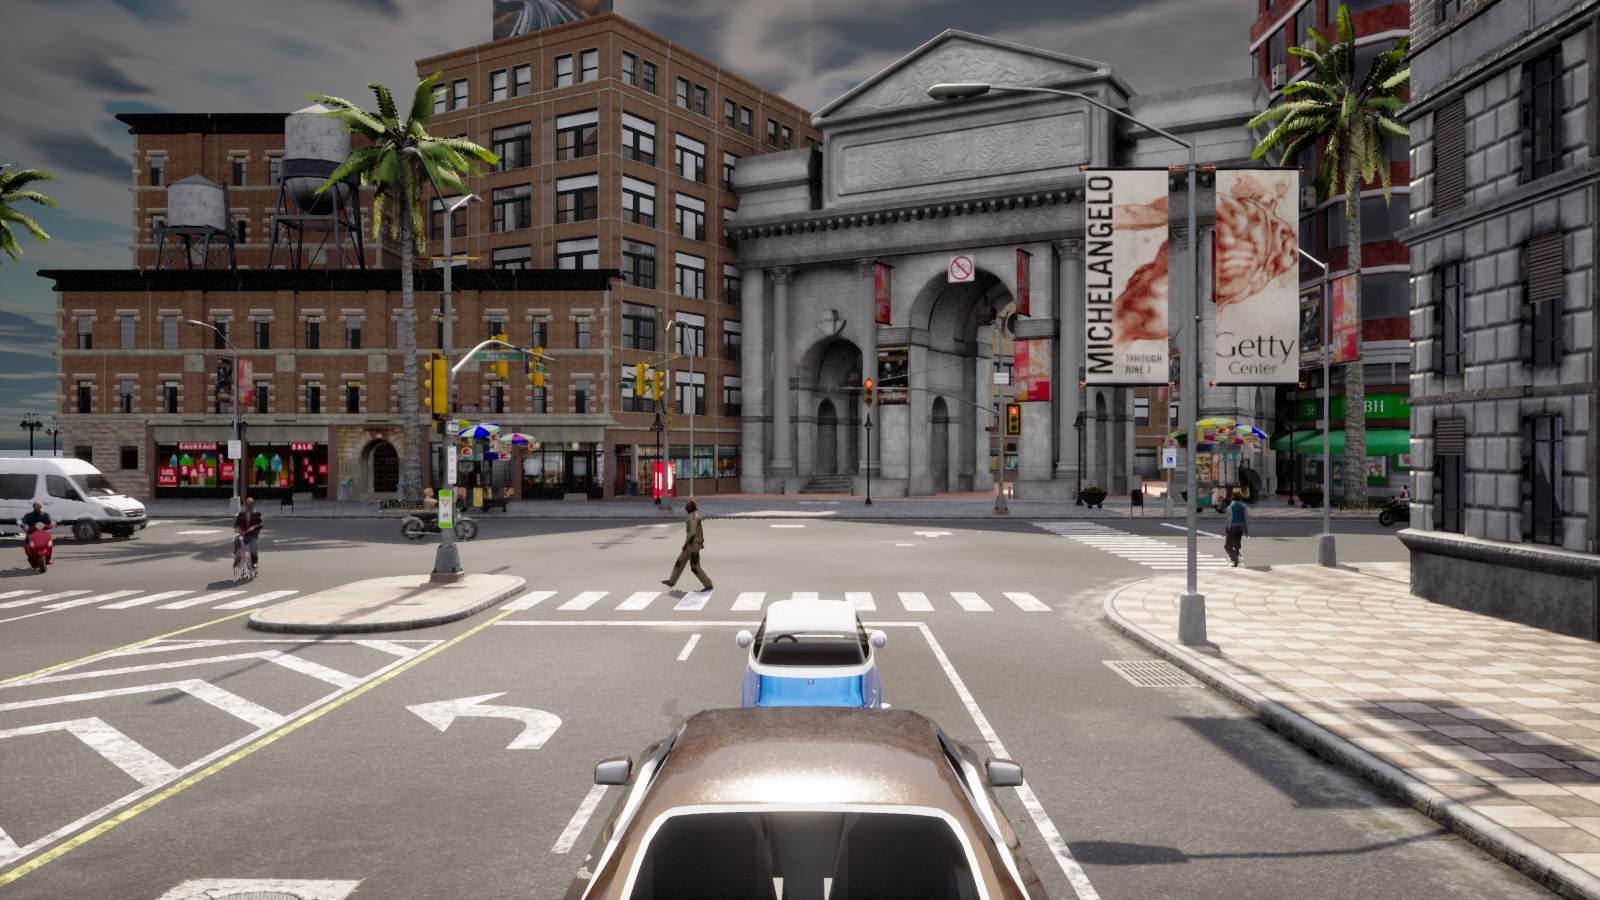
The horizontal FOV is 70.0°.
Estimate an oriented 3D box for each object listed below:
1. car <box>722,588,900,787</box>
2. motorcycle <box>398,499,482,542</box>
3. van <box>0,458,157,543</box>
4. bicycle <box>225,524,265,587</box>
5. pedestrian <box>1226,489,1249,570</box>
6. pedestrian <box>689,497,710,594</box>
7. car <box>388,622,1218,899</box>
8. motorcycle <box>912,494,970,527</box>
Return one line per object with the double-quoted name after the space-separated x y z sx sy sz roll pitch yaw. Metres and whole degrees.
0.106 2.120 10.657 1.481 1.376 2.207 0 0 1 "car"
-11.126 2.170 35.313 2.356 1.277 0.764 0 0 1 "motorcycle"
-23.527 1.534 35.576 5.915 2.561 1.988 0 0 1 "van"
-11.725 2.210 24.186 0.329 1.171 1.835 0 -1 -12 "bicycle"
10.189 1.849 26.590 0.375 1.860 0.375 0 0 -5 "pedestrian"
-1.956 1.849 22.265 0.375 1.860 0.375 0 0 -2 "pedestrian"
0.037 1.992 5.222 2.152 1.651 5.027 0 0 1 "car"
5.152 2.213 41.779 2.033 1.145 0.803 0 0 1 "motorcycle"
